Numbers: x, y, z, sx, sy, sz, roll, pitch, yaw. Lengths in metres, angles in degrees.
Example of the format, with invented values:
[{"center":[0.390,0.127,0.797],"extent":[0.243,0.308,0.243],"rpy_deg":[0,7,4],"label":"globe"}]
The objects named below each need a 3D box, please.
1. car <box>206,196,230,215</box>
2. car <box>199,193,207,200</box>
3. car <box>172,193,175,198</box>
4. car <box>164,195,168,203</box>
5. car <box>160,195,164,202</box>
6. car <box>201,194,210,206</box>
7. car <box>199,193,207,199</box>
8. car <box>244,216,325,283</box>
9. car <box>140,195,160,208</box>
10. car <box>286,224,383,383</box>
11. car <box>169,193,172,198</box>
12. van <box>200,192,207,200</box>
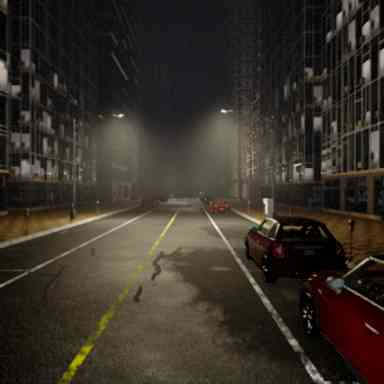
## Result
[{"center":[2.686,1.396,32.304],"extent":[1.887,1.381,4.507],"rpy_deg":[0,0,0],"label":"car"},{"center":[2.681,1.263,60.765],"extent":[1.947,1.339,4.313],"rpy_deg":[0,0,0],"label":"car"},{"center":[-5.706,1.014,94.756],"extent":[1.752,1.417,4.829],"rpy_deg":[0,0,0],"label":"car"},{"center":[-5.700,1.241,60.771],"extent":[1.887,1.381,4.507],"rpy_deg":[0,0,0],"label":"car"},{"center":[-5.698,1.343,49.387],"extent":[1.802,1.307,4.206],"rpy_deg":[0,0,0],"label":"car"},{"center":[2.683,1.327,49.380],"extent":[1.947,1.339,4.313],"rpy_deg":[0,0,0],"label":"car"},{"center":[2.677,1.001,83.533],"extent":[1.967,1.590,4.097],"rpy_deg":[0,0,0],"label":"car"},{"center":[2.689,1.398,9.533],"extent":[1.967,1.590,4.097],"rpy_deg":[0,0,0],"label":"car"},{"center":[-5.697,1.337,43.693],"extent":[1.887,1.381,4.507],"rpy_deg":[0,0,0],"label":"car"},{"center":[2.691,1.423,3.841],"extent":[1.967,1.590,4.097],"rpy_deg":[0,0,0],"label":"car"},{"center":[-5.701,1.230,66.464],"extent":[1.947,1.339,4.313],"rpy_deg":[0,0,0],"label":"car"},{"center":[2.678,0.937,77.841],"extent":[1.690,1.788,3.998],"rpy_deg":[0,0,0],"label":"van"}]
